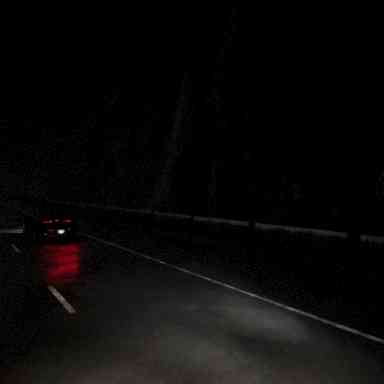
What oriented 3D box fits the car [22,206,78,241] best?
[{"bbox_3d":[-7.142,1.460,16.637,1.837,1.490,4.892,0,0,-34],"label":"car"}]
